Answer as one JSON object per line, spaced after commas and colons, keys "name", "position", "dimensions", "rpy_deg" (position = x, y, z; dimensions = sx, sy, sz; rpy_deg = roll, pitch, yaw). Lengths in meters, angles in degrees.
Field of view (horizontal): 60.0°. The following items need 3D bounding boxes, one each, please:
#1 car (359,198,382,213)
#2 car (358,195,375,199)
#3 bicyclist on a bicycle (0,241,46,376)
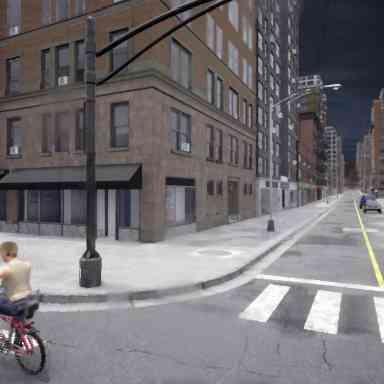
{"name": "car", "position": [21.458, 1.739, 39.681], "dimensions": [2.033, 1.411, 5.357], "rpy_deg": [0, 0, 26]}
{"name": "car", "position": [25.934, 1.420, 49.075], "dimensions": [2.150, 2.045, 5.566], "rpy_deg": [0, 0, 26]}
{"name": "bicyclist on a bicycle", "position": [-2.414, 1.439, 4.288], "dimensions": [1.509, 1.612, 0.866], "rpy_deg": [0, 0, 26]}
